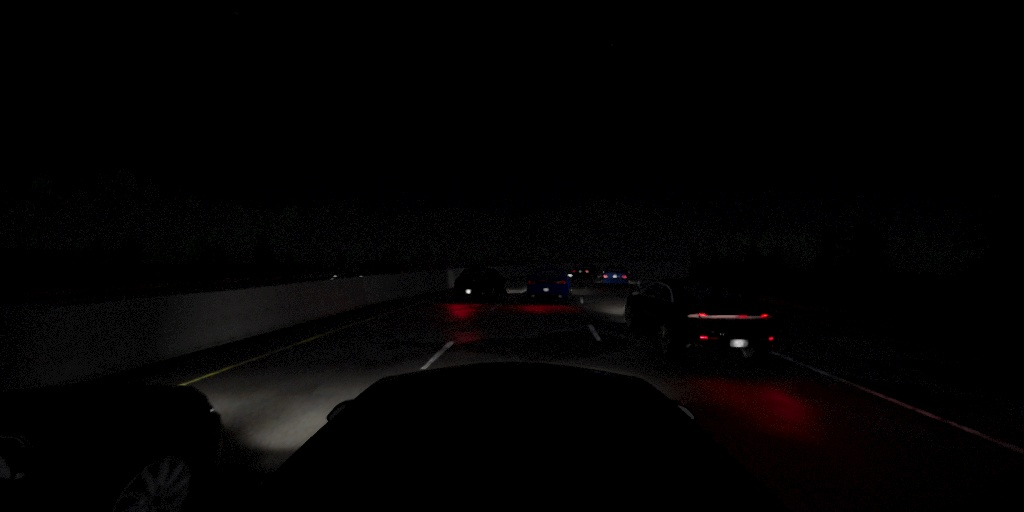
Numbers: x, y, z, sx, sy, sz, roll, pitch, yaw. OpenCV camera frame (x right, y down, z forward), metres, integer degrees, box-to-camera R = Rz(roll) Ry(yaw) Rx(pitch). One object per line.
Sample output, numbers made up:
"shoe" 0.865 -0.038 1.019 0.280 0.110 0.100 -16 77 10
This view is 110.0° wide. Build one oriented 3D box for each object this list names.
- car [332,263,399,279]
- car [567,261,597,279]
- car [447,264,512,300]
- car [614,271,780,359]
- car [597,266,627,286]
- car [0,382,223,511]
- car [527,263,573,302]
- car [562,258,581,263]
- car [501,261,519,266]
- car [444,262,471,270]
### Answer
"car" -8.349 1.196 20.782 2.097 1.767 4.553 0 0 12
"car" 7.345 1.503 35.670 2.033 1.411 5.357 0 0 23
"car" -1.513 1.348 18.519 1.837 1.490 4.892 0 0 10
"car" 4.080 1.288 8.551 2.128 1.511 4.902 0 0 5
"car" 7.700 1.452 26.580 2.033 1.411 5.357 0 0 18
"car" -3.298 1.246 0.937 1.837 1.490 4.892 0 0 0
"car" 1.938 1.324 17.963 1.882 1.535 5.008 0 0 10
"car" 10.135 1.434 61.522 2.150 2.045 5.566 0 0 37
"car" -0.565 1.538 51.499 1.837 1.490 4.892 0 -1 29
"car" -6.922 1.486 46.823 2.128 1.511 4.902 0 0 26
